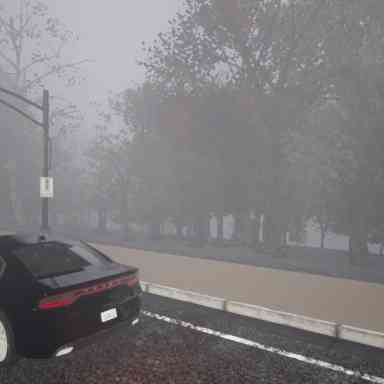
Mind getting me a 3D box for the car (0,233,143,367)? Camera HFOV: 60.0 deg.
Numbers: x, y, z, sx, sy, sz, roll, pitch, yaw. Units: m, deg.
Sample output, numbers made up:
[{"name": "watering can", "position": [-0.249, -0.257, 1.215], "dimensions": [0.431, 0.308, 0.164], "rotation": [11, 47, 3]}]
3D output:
[{"name": "car", "position": [-3.086, 1.477, 5.881], "dimensions": [5.008, 1.535, 1.882], "rotation": [0, 0, 37]}]
